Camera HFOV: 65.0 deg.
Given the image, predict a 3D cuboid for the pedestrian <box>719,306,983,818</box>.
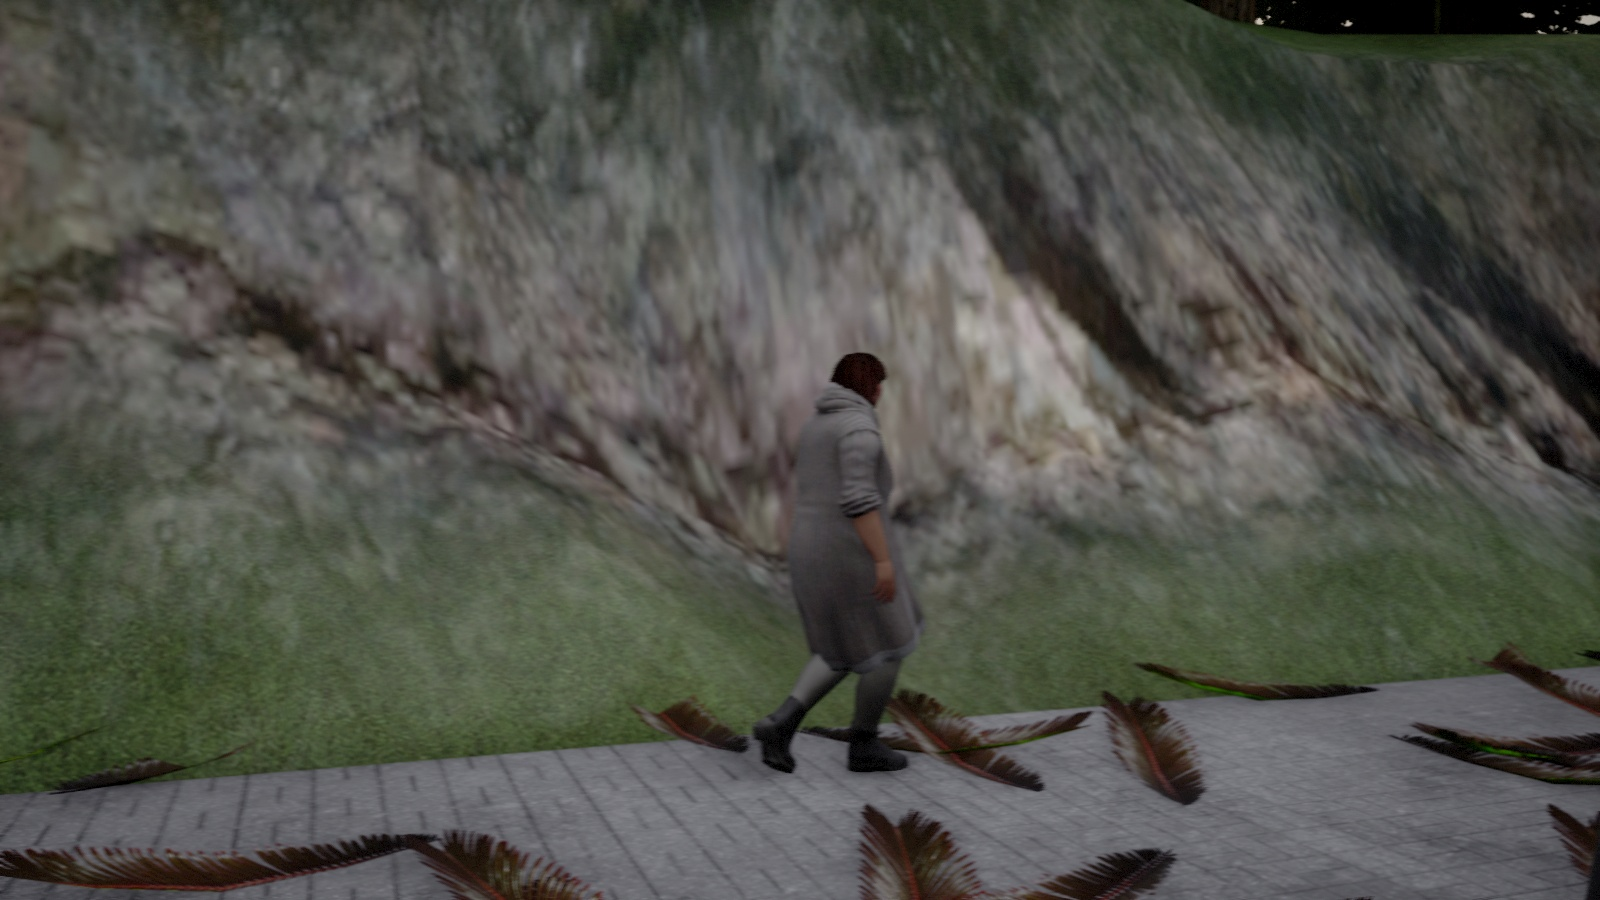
[{"bbox_3d":[0.208,0.419,5.275,0.873,1.952,0.659,-1,1,-29],"label":"pedestrian"}]
